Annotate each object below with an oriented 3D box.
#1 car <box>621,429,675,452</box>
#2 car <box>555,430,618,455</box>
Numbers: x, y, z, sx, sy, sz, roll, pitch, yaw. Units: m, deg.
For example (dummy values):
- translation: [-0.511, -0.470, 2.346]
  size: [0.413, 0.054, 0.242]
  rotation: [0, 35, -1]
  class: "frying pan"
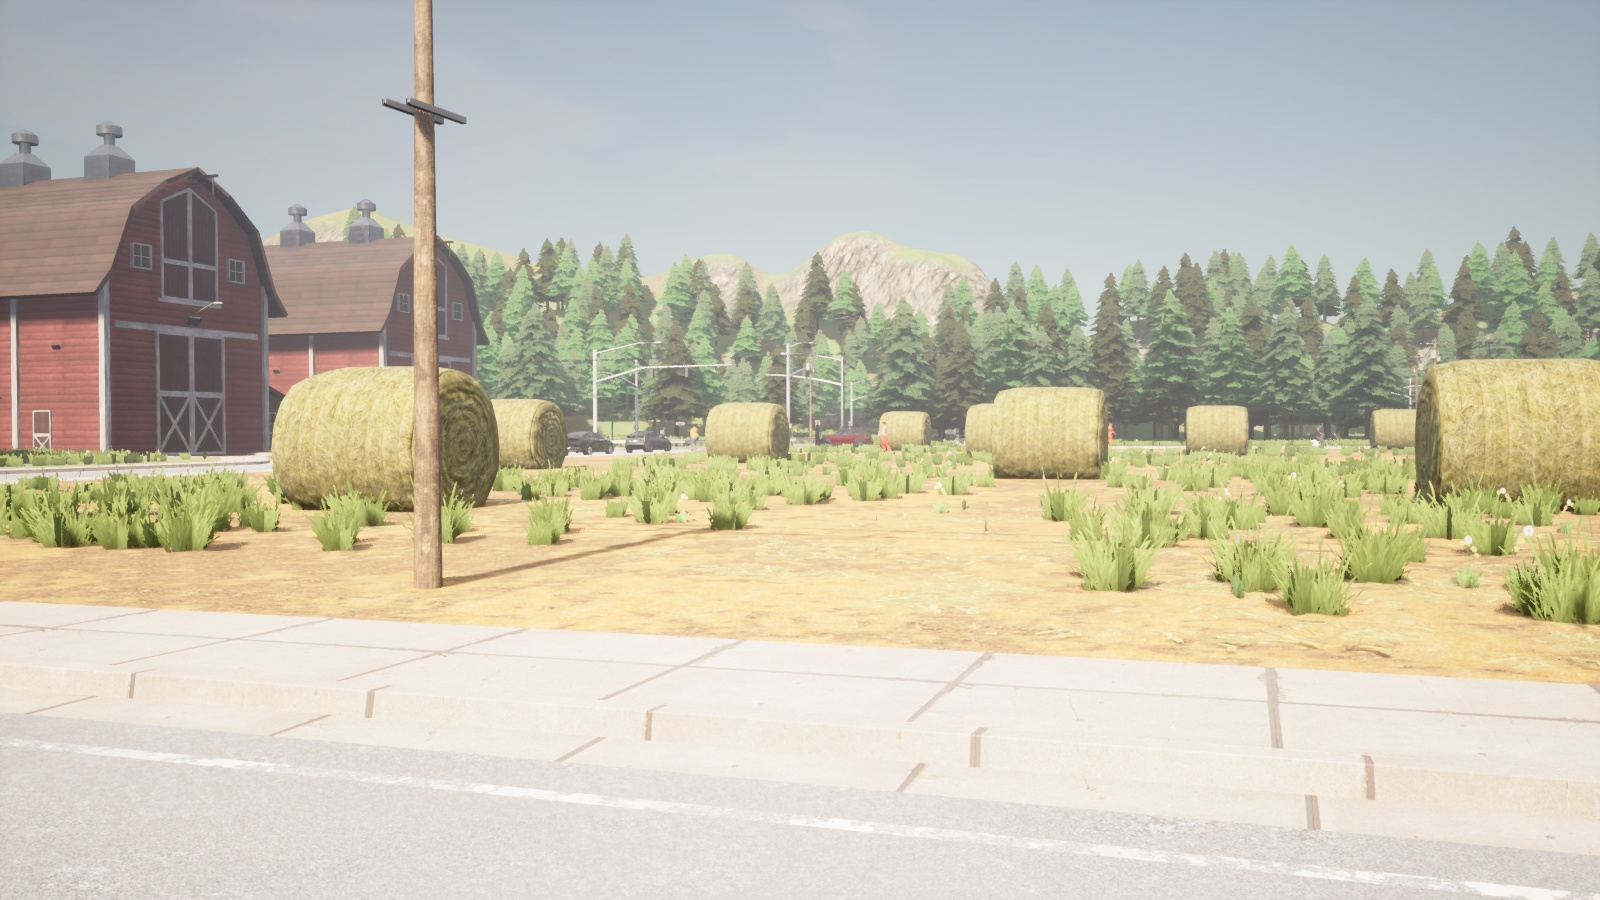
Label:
- translation: [-10.431, -0.680, 86.370]
  size: [2.007, 1.525, 4.514]
  rotation: [1, 1, 17]
  class: "car"
- translation: [-13.170, -0.488, 77.643]
  size: [1.837, 1.490, 4.892]
  rotation: [0, 1, 17]
  class: "car"
